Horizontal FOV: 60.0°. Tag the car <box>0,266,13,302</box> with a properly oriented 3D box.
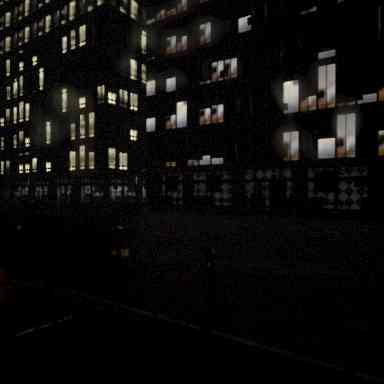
[{"bbox_3d":[-5.544,1.525,6.834,4.829,1.417,1.752,0,0,36],"label":"car"}]
